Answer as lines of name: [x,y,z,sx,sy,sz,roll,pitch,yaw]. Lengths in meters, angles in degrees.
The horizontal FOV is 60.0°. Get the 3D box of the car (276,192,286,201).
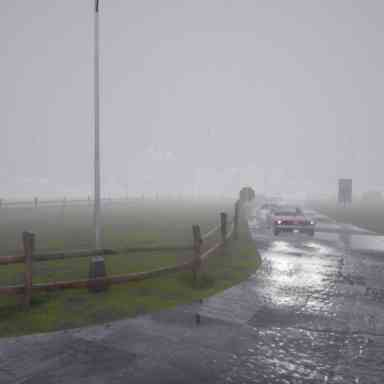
car: [16.541,0.856,63.030,2.097,1.767,4.553,1,1,19]

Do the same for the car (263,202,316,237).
car: [4.979,1.443,17.183,1.895,1.301,4.718,1,1,8]

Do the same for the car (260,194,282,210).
car: [8.653,1.230,37.107,2.033,1.411,5.357,1,1,13]
